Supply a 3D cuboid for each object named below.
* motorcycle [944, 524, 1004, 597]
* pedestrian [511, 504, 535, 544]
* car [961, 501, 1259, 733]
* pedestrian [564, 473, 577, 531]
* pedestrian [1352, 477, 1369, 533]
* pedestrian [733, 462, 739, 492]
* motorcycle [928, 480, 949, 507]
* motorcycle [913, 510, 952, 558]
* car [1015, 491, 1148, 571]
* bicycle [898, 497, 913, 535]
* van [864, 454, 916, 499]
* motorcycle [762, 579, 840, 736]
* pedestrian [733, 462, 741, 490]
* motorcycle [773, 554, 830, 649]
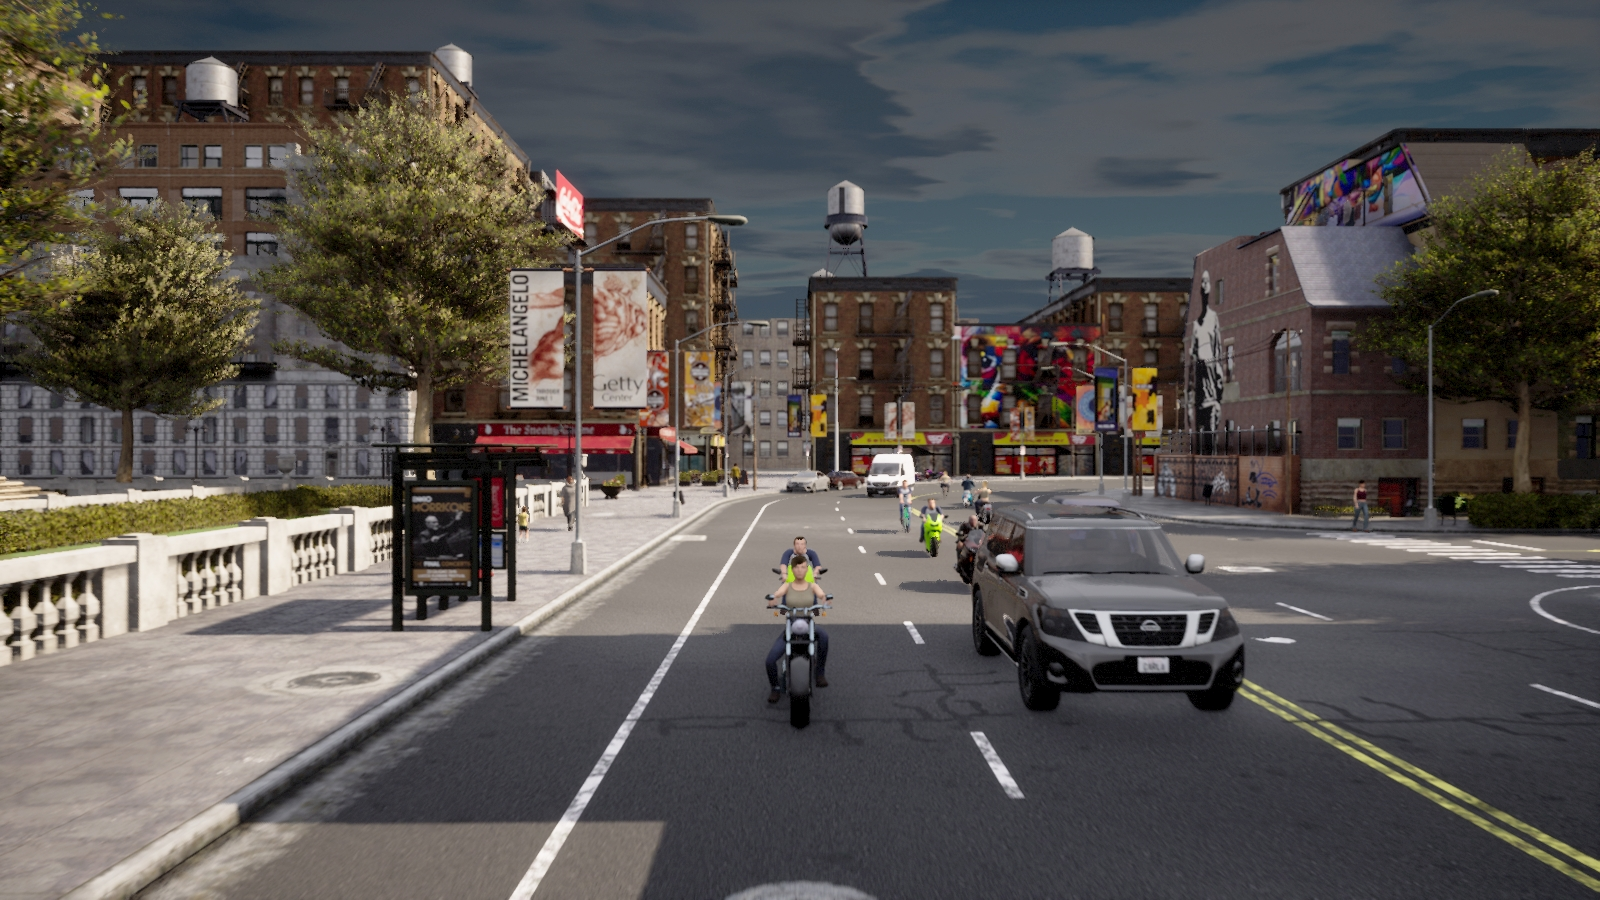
[{"bbox_3d":[3.503,2.206,23.176,0.867,1.251,2.209,0,0,0],"label":"motorcycle"},{"bbox_3d":[-7.800,2.077,32.197,0.500,1.100,0.500,0,0,7],"label":"pedestrian"},{"bbox_3d":[3.469,1.780,14.121,2.150,2.045,5.566,0,0,0],"label":"car"},{"bbox_3d":[-7.482,1.697,37.237,0.375,1.860,0.375,0,0,-7],"label":"pedestrian"},{"bbox_3d":[18.883,1.850,38.498,0.375,1.860,0.375,0,0,-2],"label":"pedestrian"},{"bbox_3d":[-4.014,1.699,71.779,0.375,1.860,0.375,0,0,-1],"label":"pedestrian"},{"bbox_3d":[6.914,2.172,57.302,0.764,1.277,2.356,0,0,0],"label":"motorcycle"},{"bbox_3d":[3.521,2.215,30.428,0.803,1.145,2.033,0,0,0],"label":"motorcycle"},{"bbox_3d":[6.999,1.970,28.932,2.242,1.667,4.611,0,0,0],"label":"car"},{"bbox_3d":[3.540,2.207,38.371,0.373,1.196,1.643,0,0,0],"label":"bicycle"},{"bbox_3d":[5.424,1.538,68.230,1.988,2.561,5.915,0,0,16],"label":"van"},{"bbox_3d":[0.008,2.170,12.398,0.764,1.277,2.356,0,0,0],"label":"motorcycle"},{"bbox_3d":[-4.121,1.700,74.546,0.375,1.860,0.375,0,0,19],"label":"pedestrian"},{"bbox_3d":[0.020,2.214,17.037,0.803,1.145,2.033,0,0,0],"label":"motorcycle"}]
